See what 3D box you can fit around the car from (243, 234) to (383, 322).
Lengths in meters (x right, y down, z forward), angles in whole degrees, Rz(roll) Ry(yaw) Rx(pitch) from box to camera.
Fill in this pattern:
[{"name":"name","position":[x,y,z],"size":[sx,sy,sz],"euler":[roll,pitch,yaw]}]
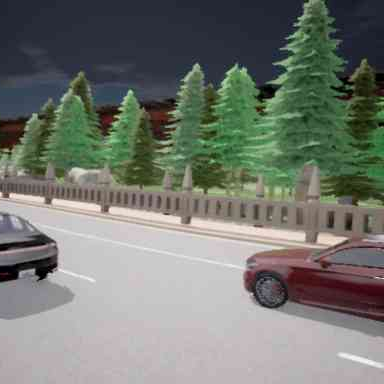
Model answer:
[{"name":"car","position":[3.219,1.507,5.996],"size":[4.674,1.442,1.812],"euler":[2,1,36]}]

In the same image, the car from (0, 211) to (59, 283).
[{"name":"car","position":[-5.027,1.167,7.588],"size":[4.902,1.511,2.128],"euler":[4,2,36]}]
